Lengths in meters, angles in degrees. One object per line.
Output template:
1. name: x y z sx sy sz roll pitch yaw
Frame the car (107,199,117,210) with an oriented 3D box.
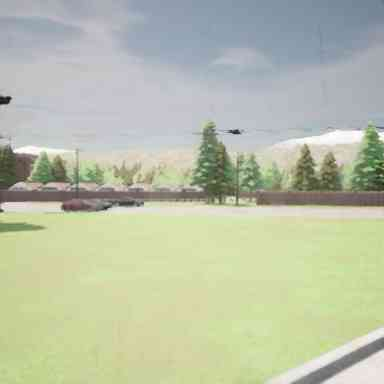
1. car: -12.422 1.561 40.673 5.357 1.411 2.033 0 0 12

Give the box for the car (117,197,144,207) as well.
1. car: -9.714 1.550 50.827 4.892 1.490 1.837 0 0 12

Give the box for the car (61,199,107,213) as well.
1. car: -12.277 1.533 37.058 4.674 1.442 1.812 0 0 12
